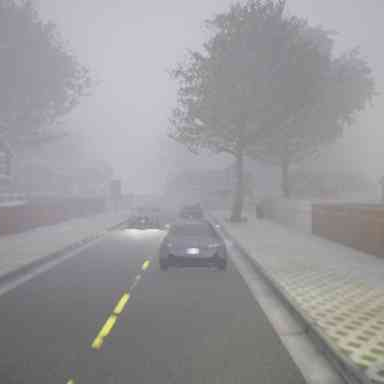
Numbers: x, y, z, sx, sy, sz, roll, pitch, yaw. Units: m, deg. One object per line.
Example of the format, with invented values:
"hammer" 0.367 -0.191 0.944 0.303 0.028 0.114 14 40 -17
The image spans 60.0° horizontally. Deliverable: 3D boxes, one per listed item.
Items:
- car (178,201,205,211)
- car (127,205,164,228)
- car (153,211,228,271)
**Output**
"car" -0.045 1.466 26.000 1.837 1.490 4.892 0 0 0
"car" -2.933 1.532 21.737 1.994 1.385 4.181 0 0 0
"car" 0.025 1.549 10.901 1.994 1.385 4.181 0 0 0
